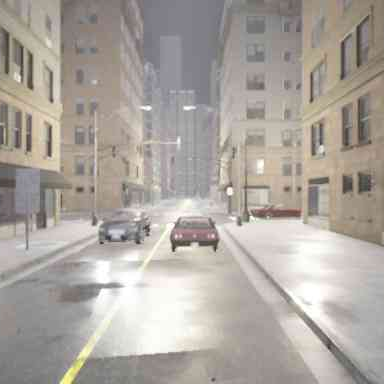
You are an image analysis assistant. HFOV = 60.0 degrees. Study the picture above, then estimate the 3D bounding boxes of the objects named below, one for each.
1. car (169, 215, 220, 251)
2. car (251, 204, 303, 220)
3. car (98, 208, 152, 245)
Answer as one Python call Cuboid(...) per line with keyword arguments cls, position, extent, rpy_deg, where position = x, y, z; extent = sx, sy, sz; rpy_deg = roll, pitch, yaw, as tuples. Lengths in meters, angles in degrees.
Cuboid(cls="car", position=(0.101, 1.653, 14.400), extent=(1.895, 1.301, 4.718), rpy_deg=(0, 0, 0))
Cuboid(cls="car", position=(7.531, 1.678, 28.004), extent=(4.718, 1.301, 1.895), rpy_deg=(0, 0, -5))
Cuboid(cls="car", position=(-3.048, 1.550, 15.882), extent=(2.128, 1.511, 4.902), rpy_deg=(0, 0, 0))
